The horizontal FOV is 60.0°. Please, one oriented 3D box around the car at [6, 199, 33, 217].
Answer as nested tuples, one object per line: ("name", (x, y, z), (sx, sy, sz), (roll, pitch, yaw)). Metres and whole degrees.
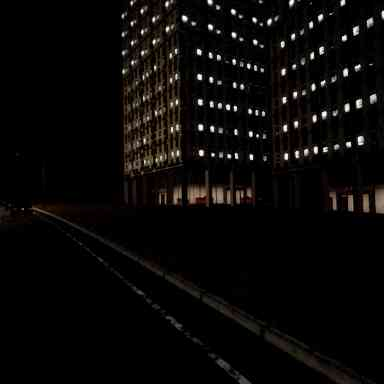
("car", (-16.913, 1.623, 32.906), (2.033, 1.411, 5.357), (0, 0, -30))
